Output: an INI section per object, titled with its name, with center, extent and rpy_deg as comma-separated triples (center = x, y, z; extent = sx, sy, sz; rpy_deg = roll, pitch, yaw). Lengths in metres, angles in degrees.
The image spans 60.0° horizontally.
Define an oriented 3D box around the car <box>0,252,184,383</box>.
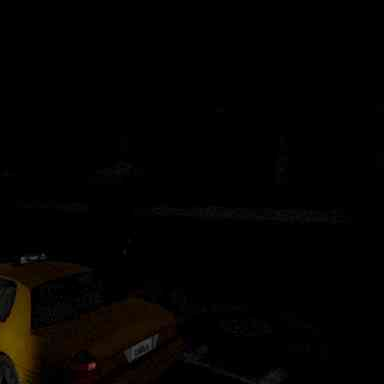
[car]
center = -2.375, 1.525, 4.660
extent = 4.829, 1.417, 1.752
rpy_deg = 0, 0, 36
